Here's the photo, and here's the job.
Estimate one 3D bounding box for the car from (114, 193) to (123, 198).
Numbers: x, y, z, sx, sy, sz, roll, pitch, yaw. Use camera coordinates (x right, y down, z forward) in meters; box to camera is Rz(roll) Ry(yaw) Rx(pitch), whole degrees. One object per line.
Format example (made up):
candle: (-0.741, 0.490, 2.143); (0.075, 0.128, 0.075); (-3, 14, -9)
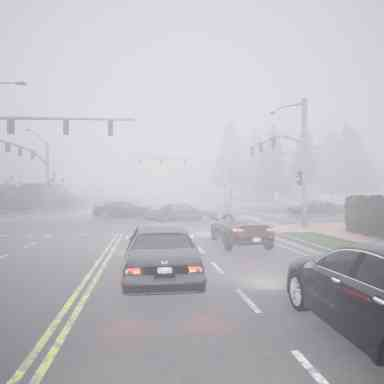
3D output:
car: (-12.917, 1.352, 54.031); (2.097, 1.767, 4.553); (0, 0, -6)

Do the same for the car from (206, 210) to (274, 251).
car: (2.016, 1.526, 14.118); (1.812, 1.442, 4.674); (0, 0, -7)

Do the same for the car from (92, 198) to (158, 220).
car: (-5.560, 1.477, 27.283); (5.008, 1.535, 1.882); (0, 0, -5)

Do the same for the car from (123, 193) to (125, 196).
car: (-13.911, 1.222, 63.625); (2.150, 2.045, 5.566); (0, 0, -6)

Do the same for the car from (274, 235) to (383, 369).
car: (2.985, 1.505, 4.923); (1.837, 1.490, 4.892); (0, 0, -5)

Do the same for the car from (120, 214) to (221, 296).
car: (-0.830, 1.547, 8.858); (2.033, 1.411, 5.357); (0, 0, -7)

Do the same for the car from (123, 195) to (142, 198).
car: (-8.994, 1.526, 50.262); (1.812, 1.442, 4.674); (0, 0, -6)

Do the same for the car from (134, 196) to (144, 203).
car: (-10.995, 1.524, 69.584); (1.812, 1.442, 4.674); (0, 0, -6)

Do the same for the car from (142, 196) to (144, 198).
car: (-9.966, 1.478, 59.437); (1.882, 1.535, 5.008); (0, 0, -6)

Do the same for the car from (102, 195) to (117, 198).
car: (-12.014, 1.491, 44.872); (2.128, 1.511, 4.902); (0, 0, -4)

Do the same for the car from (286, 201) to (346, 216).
car: (12.086, 1.547, 32.464); (5.357, 1.411, 2.033); (0, 0, -5)

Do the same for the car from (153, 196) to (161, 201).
car: (-8.366, 1.553, 77.796); (1.994, 1.385, 4.181); (0, 0, -6)

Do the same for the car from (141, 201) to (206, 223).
car: (-0.782, 1.548, 24.168); (5.357, 1.411, 2.033); (0, 0, -5)

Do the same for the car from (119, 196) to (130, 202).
car: (-15.007, 1.540, 74.110); (2.033, 1.411, 5.357); (0, 0, -6)
